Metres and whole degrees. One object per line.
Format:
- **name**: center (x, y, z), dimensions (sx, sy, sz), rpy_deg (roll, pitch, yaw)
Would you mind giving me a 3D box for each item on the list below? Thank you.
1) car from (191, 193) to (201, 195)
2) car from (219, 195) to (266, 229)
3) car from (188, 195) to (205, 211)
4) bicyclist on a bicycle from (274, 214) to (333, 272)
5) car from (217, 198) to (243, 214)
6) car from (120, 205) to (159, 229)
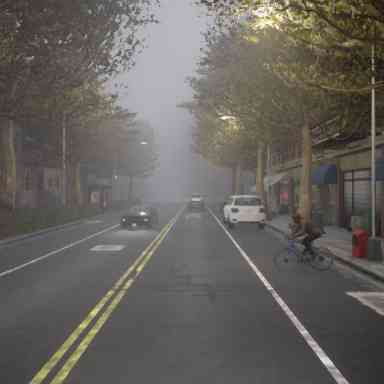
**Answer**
- **car**: center (0.617, 1.221, 50.859), dimensions (2.150, 2.045, 5.566), rpy_deg (0, 0, 1)
- **car**: center (3.290, 1.228, 21.672), dimensions (2.435, 2.045, 5.566), rpy_deg (0, 0, 1)
- **car**: center (0.537, 1.491, 40.428), dimensions (2.128, 1.511, 4.902), rpy_deg (0, 0, 1)
- **bicyclist on a bicycle**: center (3.103, 1.429, 9.299), dimensions (1.656, 1.620, 0.582), rpy_deg (-2, 0, 1)
- **car**: center (4.040, 1.480, 36.030), dimensions (2.231, 1.521, 4.892), rpy_deg (0, 0, 1)
- **car**: center (-3.304, 1.547, 22.032), dimensions (2.033, 1.411, 5.357), rpy_deg (0, 0, 1)
